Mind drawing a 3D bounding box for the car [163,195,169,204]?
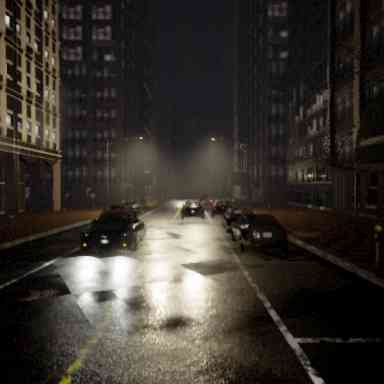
[{"bbox_3d":[-5.717,1.503,59.303,2.008,1.369,4.403,-1,0,0],"label":"car"}]

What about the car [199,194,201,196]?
[{"bbox_3d":[2.658,1.251,70.596,2.192,1.841,5.009,-1,0,0],"label":"car"}]

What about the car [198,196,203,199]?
[{"bbox_3d":[0.089,1.571,44.607,1.895,1.301,4.718,0,0,0],"label":"car"}]

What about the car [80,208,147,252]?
[{"bbox_3d":[-3.074,1.559,13.733,1.994,1.385,4.181,0,0,1],"label":"car"}]

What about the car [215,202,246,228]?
[{"bbox_3d":[2.673,1.543,19.526,2.008,1.369,4.403,-1,0,0],"label":"car"}]

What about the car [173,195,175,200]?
[{"bbox_3d":[-5.722,1.468,87.675,1.947,1.339,4.313,-1,0,0],"label":"car"}]

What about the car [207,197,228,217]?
[{"bbox_3d":[2.668,1.426,30.875,1.967,1.590,4.097,-1,0,0],"label":"car"}]

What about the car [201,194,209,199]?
[{"bbox_3d":[2.665,1.407,47.899,1.967,1.590,4.097,-1,0,0],"label":"car"}]

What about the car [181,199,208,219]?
[{"bbox_3d":[0.087,1.549,28.670,1.994,1.385,4.181,0,0,1],"label":"car"}]

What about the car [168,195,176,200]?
[{"bbox_3d":[-5.723,1.454,93.349,1.947,1.339,4.313,-1,0,0],"label":"car"}]

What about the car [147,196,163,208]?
[{"bbox_3d":[-5.699,1.492,47.786,1.752,1.417,4.829,-1,0,0],"label":"car"}]

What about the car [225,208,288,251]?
[{"bbox_3d":[2.674,1.560,13.852,1.947,1.339,4.313,-1,0,0],"label":"car"}]

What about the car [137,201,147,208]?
[{"bbox_3d":[-5.677,1.552,30.933,1.947,1.339,4.313,-1,0,0],"label":"car"}]

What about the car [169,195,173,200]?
[{"bbox_3d":[-5.719,1.487,70.652,2.008,1.369,4.403,-1,0,0],"label":"car"}]

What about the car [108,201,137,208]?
[{"bbox_3d":[-5.675,1.571,25.260,1.802,1.307,4.206,-1,0,0],"label":"car"}]
